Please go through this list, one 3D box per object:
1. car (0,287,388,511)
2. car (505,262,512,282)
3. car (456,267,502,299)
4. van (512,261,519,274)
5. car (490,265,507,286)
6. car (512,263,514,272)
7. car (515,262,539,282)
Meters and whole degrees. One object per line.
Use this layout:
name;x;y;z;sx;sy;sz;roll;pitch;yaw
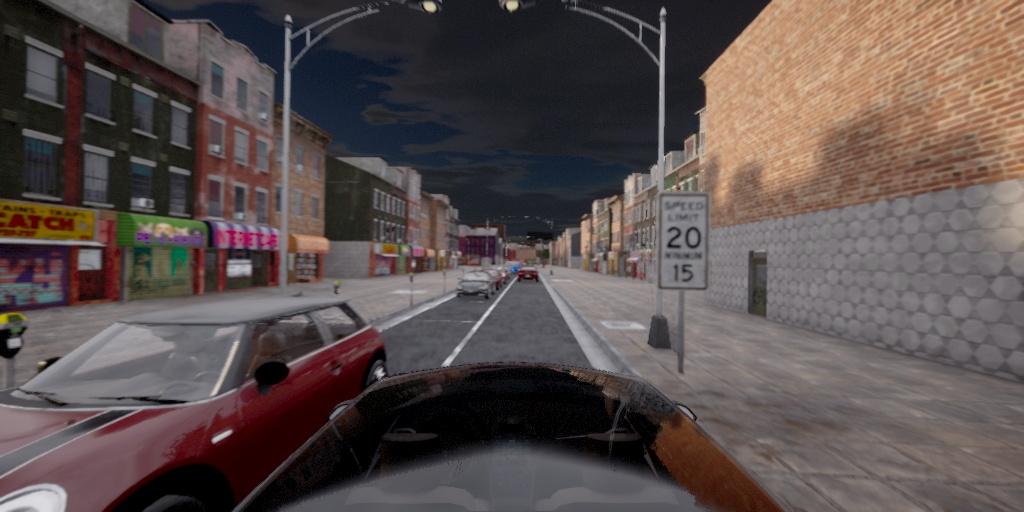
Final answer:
car;-2.689;1.161;3.105;1.967;1.591;4.097;0;0;3
car;-1.335;1.516;30.238;1.967;1.591;4.097;0;0;3
car;-1.877;1.484;19.385;2.007;1.370;4.403;0;0;3
van;-0.253;1.710;51.945;1.690;1.789;3.998;0;0;3
car;-1.606;1.549;24.811;1.888;1.381;4.507;0;0;3
car;-1.073;1.674;35.495;1.751;1.417;4.829;0;0;3
car;1.580;1.655;34.433;1.882;1.535;5.008;1;-1;4
